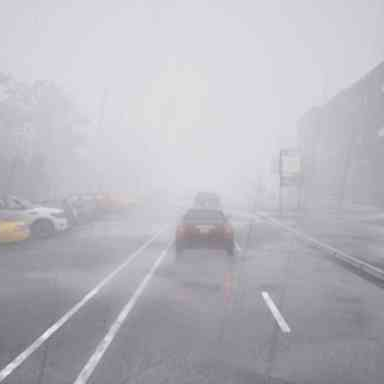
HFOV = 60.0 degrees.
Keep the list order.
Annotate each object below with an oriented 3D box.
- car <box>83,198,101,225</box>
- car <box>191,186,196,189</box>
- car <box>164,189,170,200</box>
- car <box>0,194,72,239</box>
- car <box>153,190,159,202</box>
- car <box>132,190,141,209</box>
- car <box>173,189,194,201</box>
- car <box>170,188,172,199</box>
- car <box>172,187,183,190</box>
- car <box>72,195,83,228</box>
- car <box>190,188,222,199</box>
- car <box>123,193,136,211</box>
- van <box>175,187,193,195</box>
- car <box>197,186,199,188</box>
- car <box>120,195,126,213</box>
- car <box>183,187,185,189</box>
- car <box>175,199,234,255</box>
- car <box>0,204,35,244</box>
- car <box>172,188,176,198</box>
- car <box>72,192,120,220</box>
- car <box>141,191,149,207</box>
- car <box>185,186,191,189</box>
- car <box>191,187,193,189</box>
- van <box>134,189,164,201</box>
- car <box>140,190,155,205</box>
[{"bbox_3d":[-8.653,1.395,21.804,4.792,1.488,2.163,-1,1,-17],"label":"car"},{"bbox_3d":[-2.372,-0.109,83.927,5.366,1.575,1.946,-1,1,-12],"label":"car"},{"bbox_3d":[-6.389,0.656,51.446,5.008,1.535,2.097,-1,1,-15],"label":"car"},{"bbox_3d":[-8.909,1.181,15.886,5.566,2.045,2.435,-1,0,-17],"label":"car"},{"bbox_3d":[-7.185,0.883,42.572,5.008,1.535,2.097,-1,1,-15],"label":"car"},{"bbox_3d":[-7.898,0.986,33.677,4.553,1.767,2.185,-1,1,-16],"label":"car"},{"bbox_3d":[-1.164,0.735,50.870,2.033,1.411,5.357,0,1,6],"label":"car"},{"bbox_3d":[-6.061,0.457,54.396,4.553,1.767,2.185,-1,2,-14],"label":"car"},{"bbox_3d":[-4.828,0.298,66.215,4.892,1.521,2.231,-1,1,-14],"label":"car"},{"bbox_3d":[-8.757,1.278,18.853,4.553,1.767,2.185,-1,1,-17],"label":"car"},{"bbox_3d":[1.334,0.998,28.173,2.150,2.045,5.566,0,2,4],"label":"car"},{"bbox_3d":[-8.070,1.187,30.718,5.008,1.535,2.097,-1,2,-16],"label":"car"},{"bbox_3d":[-2.024,-0.394,86.850,4.442,1.987,1.878,-1,1,-12],"label":"van"},{"bbox_3d":[-1.242,-0.250,92.683,4.674,1.452,2.002,0,1,-11],"label":"car"},{"bbox_3d":[-8.279,1.258,27.757,4.892,1.521,2.231,-1,1,-17],"label":"car"},{"bbox_3d":[-4.440,0.102,69.160,4.553,1.767,2.185,-1,2,-13],"label":"car"},{"bbox_3d":[0.535,1.334,13.499,2.097,1.767,4.553,0,0,3],"label":"car"},{"bbox_3d":[-9.243,1.450,12.835,5.366,1.575,1.946,-1,1,-18],"label":"car"},{"bbox_3d":[-5.786,0.510,57.350,5.008,1.535,2.097,-1,2,-14],"label":"car"},{"bbox_3d":[-8.484,1.065,24.769,5.566,2.045,2.435,-1,1,-17],"label":"car"},{"bbox_3d":[-7.828,1.036,36.593,5.366,1.575,1.946,-1,2,-16],"label":"car"},{"bbox_3d":[-3.771,-0.157,75.040,5.566,2.045,2.435,-1,2,-13],"label":"car"},{"bbox_3d":[-2.962,0.002,80.946,4.674,1.452,2.002,-1,1,-12],"label":"car"},{"bbox_3d":[-6.774,0.508,48.443,4.442,1.987,1.878,-1,2,-15],"label":"van"},{"bbox_3d":[-7.411,0.959,39.603,5.008,1.535,2.097,-1,2,-16],"label":"car"}]
